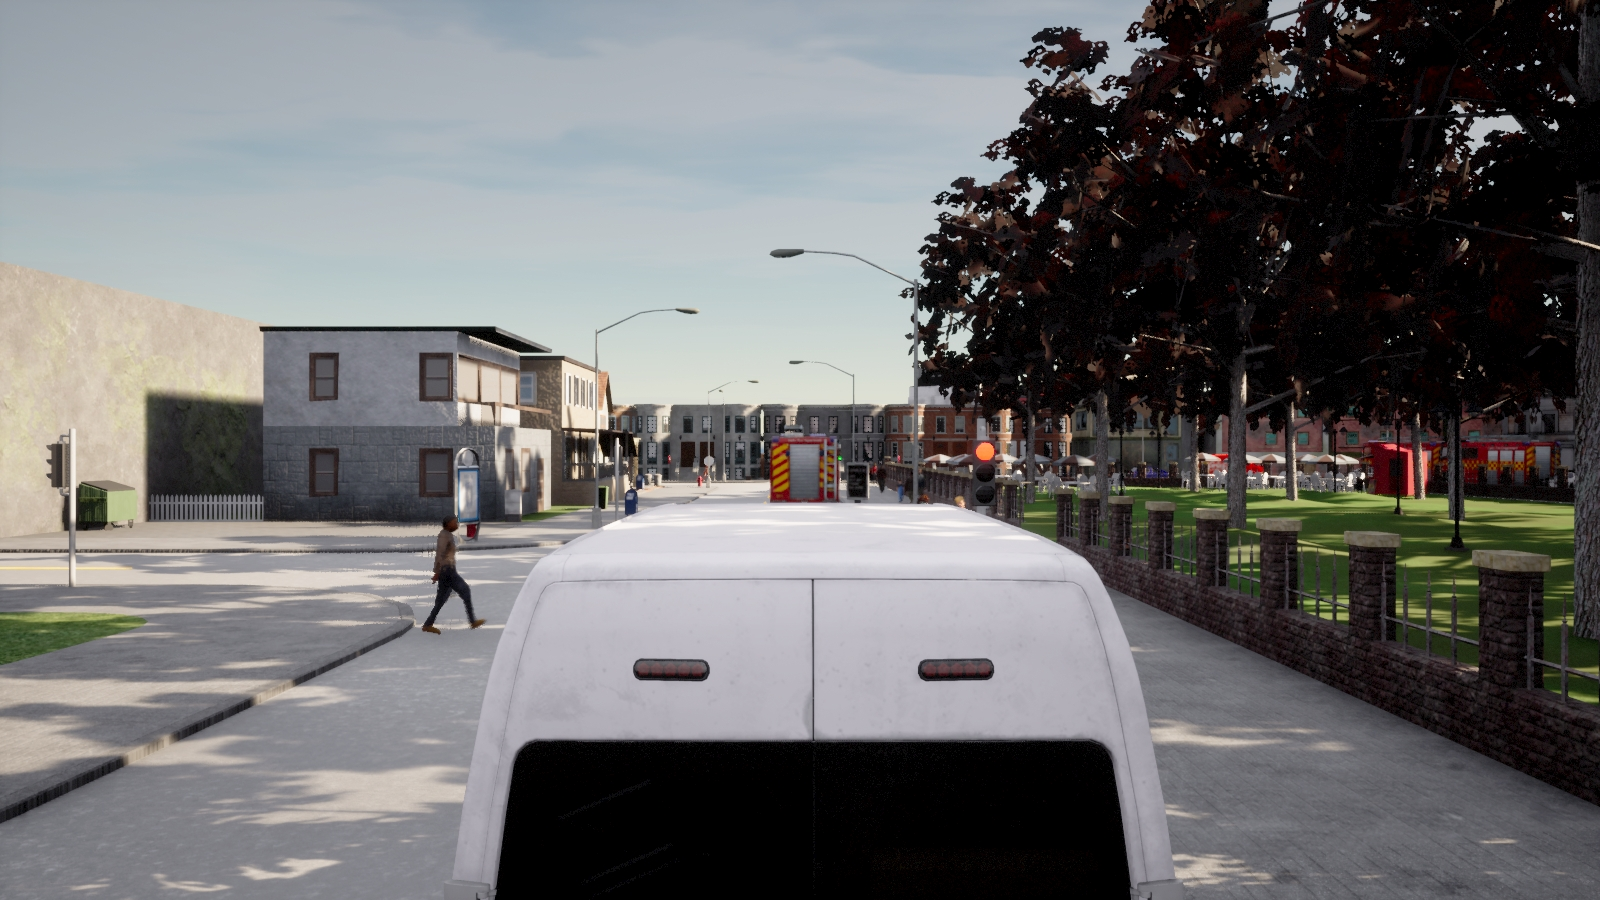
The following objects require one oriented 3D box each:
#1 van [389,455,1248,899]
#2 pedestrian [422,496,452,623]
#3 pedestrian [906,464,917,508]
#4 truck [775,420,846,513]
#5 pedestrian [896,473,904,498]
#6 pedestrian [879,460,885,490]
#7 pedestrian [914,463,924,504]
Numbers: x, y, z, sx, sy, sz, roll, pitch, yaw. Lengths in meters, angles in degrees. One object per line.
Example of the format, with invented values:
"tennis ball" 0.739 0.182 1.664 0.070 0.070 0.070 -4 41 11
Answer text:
"van" 0.036 1.314 5.605 1.988 2.561 5.915 0 0 0
"pedestrian" -5.437 1.629 17.122 0.375 1.860 0.375 0 0 -25
"pedestrian" 4.786 1.525 48.992 0.375 1.860 0.375 0 0 24
"truck" 0.410 0.670 51.315 2.891 3.827 8.468 0 0 0
"pedestrian" 5.093 1.805 58.047 0.375 1.300 0.375 0 0 -2
"pedestrian" 5.006 1.525 69.676 0.375 1.860 0.375 0 0 2
"pedestrian" 5.430 1.525 52.199 0.375 1.860 0.375 0 0 -11
